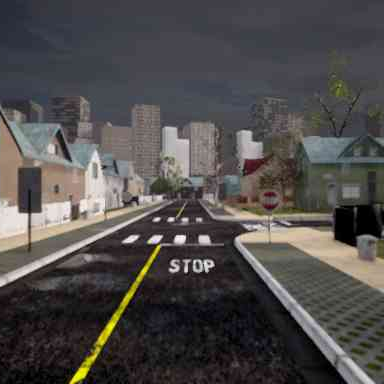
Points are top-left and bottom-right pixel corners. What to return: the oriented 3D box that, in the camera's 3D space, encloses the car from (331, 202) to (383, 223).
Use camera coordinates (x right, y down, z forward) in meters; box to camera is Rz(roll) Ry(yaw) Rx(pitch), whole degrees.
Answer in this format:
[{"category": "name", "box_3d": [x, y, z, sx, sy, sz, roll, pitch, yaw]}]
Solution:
[{"category": "car", "box_3d": [11.510, 1.326, 20.513, 5.357, 1.411, 2.033, -1, 0, 1]}]
